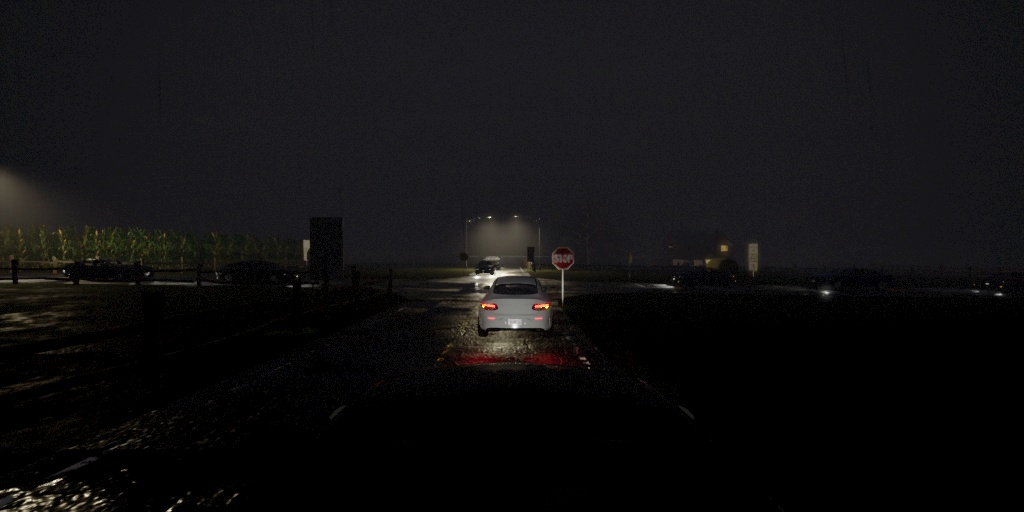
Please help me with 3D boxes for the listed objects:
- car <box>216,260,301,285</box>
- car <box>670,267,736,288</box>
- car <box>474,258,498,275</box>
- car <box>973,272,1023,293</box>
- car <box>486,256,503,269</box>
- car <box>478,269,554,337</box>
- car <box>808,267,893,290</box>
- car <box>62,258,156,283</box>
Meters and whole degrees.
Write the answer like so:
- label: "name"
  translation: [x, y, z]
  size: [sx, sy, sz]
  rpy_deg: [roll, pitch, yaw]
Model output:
- label: "car"
  translation: [-16.458, 1.052, 23.425]
  size: [4.892, 1.490, 1.837]
  rpy_deg: [1, 1, 0]
- label: "car"
  translation: [13.660, 1.495, 25.807]
  size: [4.181, 1.385, 1.994]
  rpy_deg: [1, 1, 1]
- label: "car"
  translation: [-2.834, 1.244, 38.100]
  size: [1.837, 1.490, 4.892]
  rpy_deg: [0, 0, 1]
- label: "car"
  translation: [35.733, 1.825, 25.418]
  size: [4.181, 1.385, 1.994]
  rpy_deg: [1, 1, 1]
- label: "car"
  translation: [-2.810, 0.959, 51.038]
  size: [2.150, 2.045, 5.566]
  rpy_deg: [0, 0, 0]
- label: "car"
  translation: [0.132, 1.273, 10.127]
  size: [1.812, 1.442, 4.674]
  rpy_deg: [0, 0, 2]
- label: "car"
  translation: [24.101, 1.561, 25.628]
  size: [5.008, 1.535, 1.882]
  rpy_deg: [1, 1, 1]
- label: "car"
  translation: [-26.378, 0.900, 23.571]
  size: [4.902, 1.511, 2.128]
  rpy_deg: [1, 1, 1]
